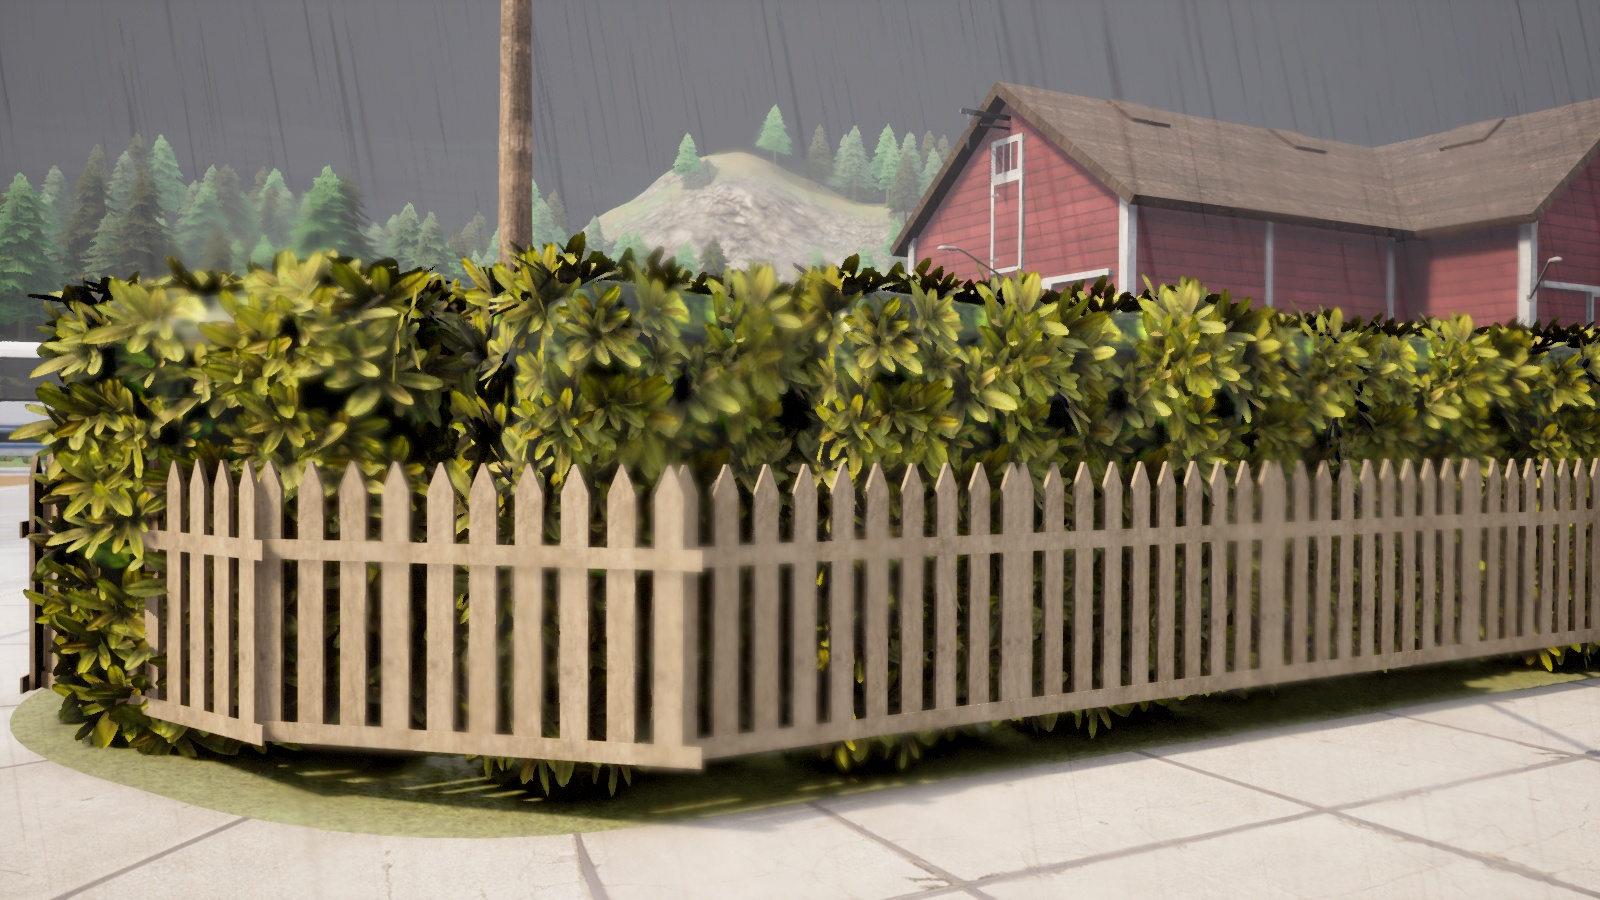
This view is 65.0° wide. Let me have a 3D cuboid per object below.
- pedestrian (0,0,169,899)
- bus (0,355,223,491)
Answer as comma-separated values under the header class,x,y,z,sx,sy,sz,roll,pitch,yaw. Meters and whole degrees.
class,x,y,z,sx,sy,sz,roll,pitch,yaw
pedestrian,-0.938,0.594,0.746,0.900,1.855,0.874,-1,1,-35
bus,-24.963,-0.869,41.613,10.273,4.253,3.944,-1,1,-29
